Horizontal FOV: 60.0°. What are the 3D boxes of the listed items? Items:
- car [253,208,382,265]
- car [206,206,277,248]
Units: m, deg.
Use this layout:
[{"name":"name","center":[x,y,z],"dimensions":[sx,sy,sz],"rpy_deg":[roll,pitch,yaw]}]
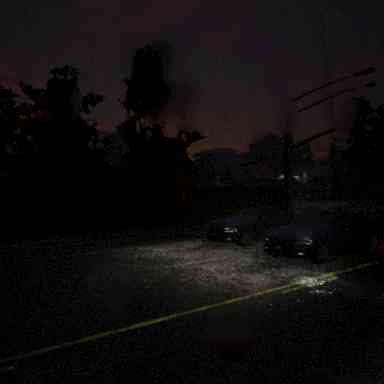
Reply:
[{"name":"car","center":[4.660,1.391,11.586],"dimensions":[5.008,1.535,1.882],"rpy_deg":[-1,0,-35]},{"name":"car","center":[2.904,1.388,14.632],"dimensions":[5.008,1.535,1.882],"rpy_deg":[0,0,-35]}]
